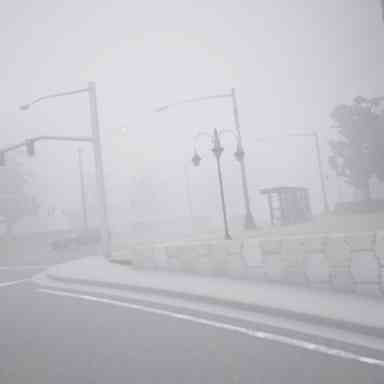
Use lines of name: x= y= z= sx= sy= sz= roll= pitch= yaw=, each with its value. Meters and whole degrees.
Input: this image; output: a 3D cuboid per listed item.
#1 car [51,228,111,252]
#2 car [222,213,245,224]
car: x=-8.896 y=3.800 z=26.951 sx=1.882 sy=1.535 sz=5.008 roll=-10 pitch=-6 yaw=36
car: x=6.331 y=3.811 z=47.557 sx=2.033 sy=1.411 sz=5.357 roll=-10 pitch=-6 yaw=36
